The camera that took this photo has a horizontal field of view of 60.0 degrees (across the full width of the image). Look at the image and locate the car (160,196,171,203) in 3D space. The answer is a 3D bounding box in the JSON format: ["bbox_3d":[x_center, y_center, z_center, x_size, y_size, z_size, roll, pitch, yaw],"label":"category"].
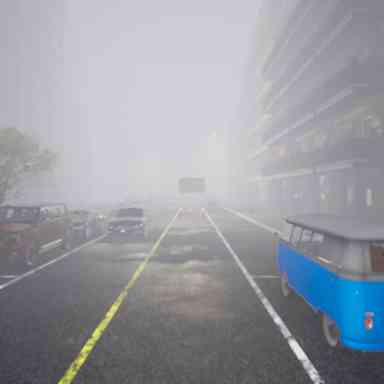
[{"bbox_3d":[-5.697,1.591,72.177,2.008,1.369,4.403,0,0,0],"label":"car"}]

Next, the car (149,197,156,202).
[{"bbox_3d":[-5.695,1.551,39.040,1.887,1.381,4.507,0,0,0],"label":"car"}]

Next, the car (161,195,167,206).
[{"bbox_3d":[-5.696,1.460,55.610,1.967,1.590,4.097,0,0,0],"label":"car"}]

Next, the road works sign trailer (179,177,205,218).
[{"bbox_3d":[-0.001,0.468,29.893,2.380,3.560,2.880,0,0,0],"label":"road works sign trailer"}]

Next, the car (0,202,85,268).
[{"bbox_3d":[-5.693,1.314,11.425,2.192,1.841,5.009,0,0,0],"label":"car"}]

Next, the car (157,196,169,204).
[{"bbox_3d":[-5.696,1.583,66.654,2.008,1.369,4.403,0,0,0],"label":"car"}]

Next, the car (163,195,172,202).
[{"bbox_3d":[-5.697,1.487,77.701,1.967,1.590,4.097,0,0,0],"label":"car"}]

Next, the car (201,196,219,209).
[{"bbox_3d":[2.686,1.561,44.563,2.008,1.369,4.403,0,0,0],"label":"car"}]

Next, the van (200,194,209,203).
[{"bbox_3d":[2.684,1.381,72.177,1.690,1.788,3.998,0,0,0],"label":"van"}]

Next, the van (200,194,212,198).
[{"bbox_3d":[2.685,1.361,55.609,1.690,1.788,3.998,0,0,0],"label":"van"}]

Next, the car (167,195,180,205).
[{"bbox_3d":[-3.048,1.623,57.836,1.895,1.301,4.718,0,0,1],"label":"car"}]

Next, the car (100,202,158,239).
[{"bbox_3d":[-3.100,1.505,17.304,1.837,1.490,4.892,0,0,0],"label":"car"}]

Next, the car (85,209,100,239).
[{"bbox_3d":[-5.694,1.550,16.949,2.008,1.369,4.403,0,0,0],"label":"car"}]

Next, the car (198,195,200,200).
[{"bbox_3d":[2.685,1.577,66.654,1.887,1.381,4.507,0,0,0],"label":"car"}]

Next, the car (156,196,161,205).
[{"bbox_3d":[-5.695,1.576,44.563,1.947,1.339,4.313,0,0,0],"label":"car"}]

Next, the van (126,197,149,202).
[{"bbox_3d":[-5.695,1.346,33.517,1.690,1.788,3.998,0,0,0],"label":"van"}]

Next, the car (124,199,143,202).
[{"bbox_3d":[-5.694,1.554,27.995,2.008,1.369,4.403,0,0,0],"label":"car"}]

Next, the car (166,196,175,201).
[{"bbox_3d":[-5.698,1.629,88.746,1.947,1.339,4.313,0,0,0],"label":"car"}]

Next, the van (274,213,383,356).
[{"bbox_3d":[2.688,1.340,5.904,1.690,1.788,3.998,0,0,0],"label":"van"}]
